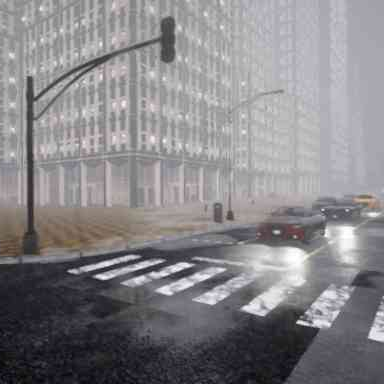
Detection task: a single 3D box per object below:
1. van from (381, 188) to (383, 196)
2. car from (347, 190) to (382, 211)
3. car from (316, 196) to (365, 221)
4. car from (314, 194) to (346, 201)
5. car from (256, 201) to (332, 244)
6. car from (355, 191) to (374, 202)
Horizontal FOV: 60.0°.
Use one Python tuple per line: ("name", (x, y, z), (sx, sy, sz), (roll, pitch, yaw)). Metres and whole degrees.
("van", (41.340, -0.024, 71.224), (1.690, 1.788, 3.998), (1, 1, 35))
("car", (16.273, 0.878, 31.222), (1.882, 1.535, 5.008), (-1, 1, 35))
("car", (10.205, 1.180, 22.644), (1.895, 1.301, 4.718), (-1, 1, 35))
("car", (12.028, 1.050, 29.699), (1.947, 1.339, 4.313), (1, 1, 35))
("car", (4.379, 1.315, 14.390), (1.994, 1.385, 4.181), (-1, 1, 35))
("car", (25.056, 0.649, 48.156), (1.887, 1.381, 4.507), (1, 1, 35))
